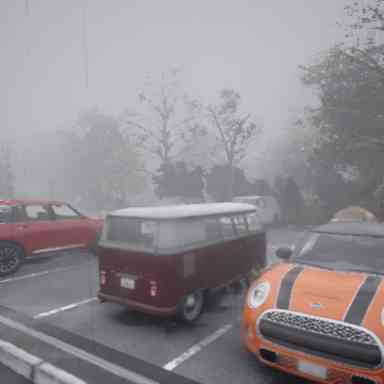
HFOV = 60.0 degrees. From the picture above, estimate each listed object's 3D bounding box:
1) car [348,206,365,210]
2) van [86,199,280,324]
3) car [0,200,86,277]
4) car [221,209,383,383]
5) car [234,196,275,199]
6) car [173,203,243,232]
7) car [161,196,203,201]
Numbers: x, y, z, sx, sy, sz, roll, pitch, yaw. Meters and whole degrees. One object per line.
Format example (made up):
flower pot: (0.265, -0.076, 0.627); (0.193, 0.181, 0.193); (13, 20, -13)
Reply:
car: (8.222, 1.474, 16.718); (1.946, 1.575, 5.366); (0, 0, 35)
van: (0.173, 1.254, 7.297); (1.878, 1.987, 4.442); (0, 0, 35)
car: (-4.942, 1.261, 10.789); (2.435, 2.045, 5.566); (0, 0, 35)
car: (2.606, 1.348, 5.477); (2.185, 1.767, 4.553); (0, 0, 35)
car: (3.425, 1.249, 19.839); (2.435, 2.045, 5.566); (-1, 0, 35)
car: (1.151, 1.528, 21.455); (2.231, 1.521, 4.892); (-1, 0, 35)
car: (-1.053, 1.305, 22.967); (2.435, 2.045, 5.566); (-1, 0, 35)
